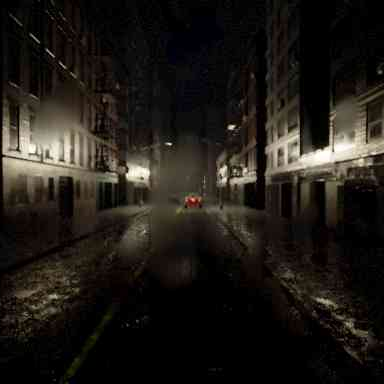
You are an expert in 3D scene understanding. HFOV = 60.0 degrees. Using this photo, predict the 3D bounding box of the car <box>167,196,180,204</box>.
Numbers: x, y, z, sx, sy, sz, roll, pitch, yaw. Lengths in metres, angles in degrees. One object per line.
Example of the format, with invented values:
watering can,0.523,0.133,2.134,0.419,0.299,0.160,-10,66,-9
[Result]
car,-2.981,1.279,54.052,1.895,1.301,4.718,0,0,1

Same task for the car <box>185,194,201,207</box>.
car,0.165,1.087,44.240,2.097,1.767,4.553,0,0,0
